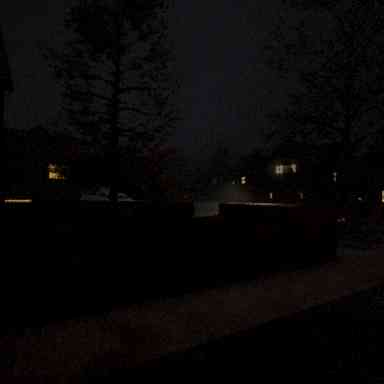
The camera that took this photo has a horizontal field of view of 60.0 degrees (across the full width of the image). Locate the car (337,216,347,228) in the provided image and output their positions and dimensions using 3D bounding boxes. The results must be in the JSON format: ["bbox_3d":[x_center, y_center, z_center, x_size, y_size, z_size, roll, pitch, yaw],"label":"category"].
[{"bbox_3d":[7.340,1.776,21.990,2.033,1.411,5.357,2,-2,-35],"label":"car"}]

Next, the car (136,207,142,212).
[{"bbox_3d":[-7.311,2.047,43.079,1.812,1.442,4.674,2,-2,-35],"label":"car"}]
